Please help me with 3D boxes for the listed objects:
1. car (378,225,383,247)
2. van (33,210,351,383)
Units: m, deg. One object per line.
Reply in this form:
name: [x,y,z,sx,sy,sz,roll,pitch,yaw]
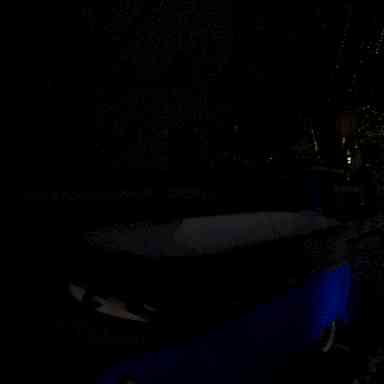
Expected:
car: [8.184,1.275,12.137,1.802,1.307,4.206,4,4,43]
van: [0.422,1.178,3.832,1.690,1.788,3.998,4,3,43]
